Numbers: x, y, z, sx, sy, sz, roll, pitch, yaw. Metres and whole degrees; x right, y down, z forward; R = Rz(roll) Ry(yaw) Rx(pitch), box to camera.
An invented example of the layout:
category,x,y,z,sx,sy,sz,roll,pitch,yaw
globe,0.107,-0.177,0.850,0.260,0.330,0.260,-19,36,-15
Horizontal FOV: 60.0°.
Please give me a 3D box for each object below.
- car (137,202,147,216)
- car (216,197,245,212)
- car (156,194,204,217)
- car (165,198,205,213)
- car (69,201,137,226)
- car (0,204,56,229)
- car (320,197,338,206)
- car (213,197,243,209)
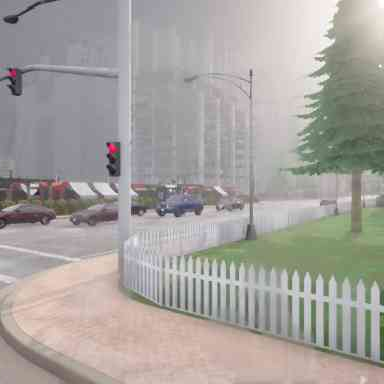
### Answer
category,x,y,z,sx,sy,sz,roll,pitch,yaw
car,-6.227,1.478,29.942,1.882,1.535,5.008,0,0,34
car,4.616,1.492,39.743,2.128,1.511,4.902,0,0,34
car,-1.021,1.221,31.405,2.150,2.045,5.566,0,0,34
car,-0.683,1.492,38.154,2.128,1.511,4.902,0,0,34
car,-6.332,1.526,23.486,1.812,1.442,4.674,0,0,34
car,-11.448,1.526,22.197,1.812,1.442,4.674,0,0,36
car,21.054,1.526,51.286,1.812,1.442,4.674,0,0,34
car,5.132,1.492,46.721,2.128,1.511,4.902,0,0,34
